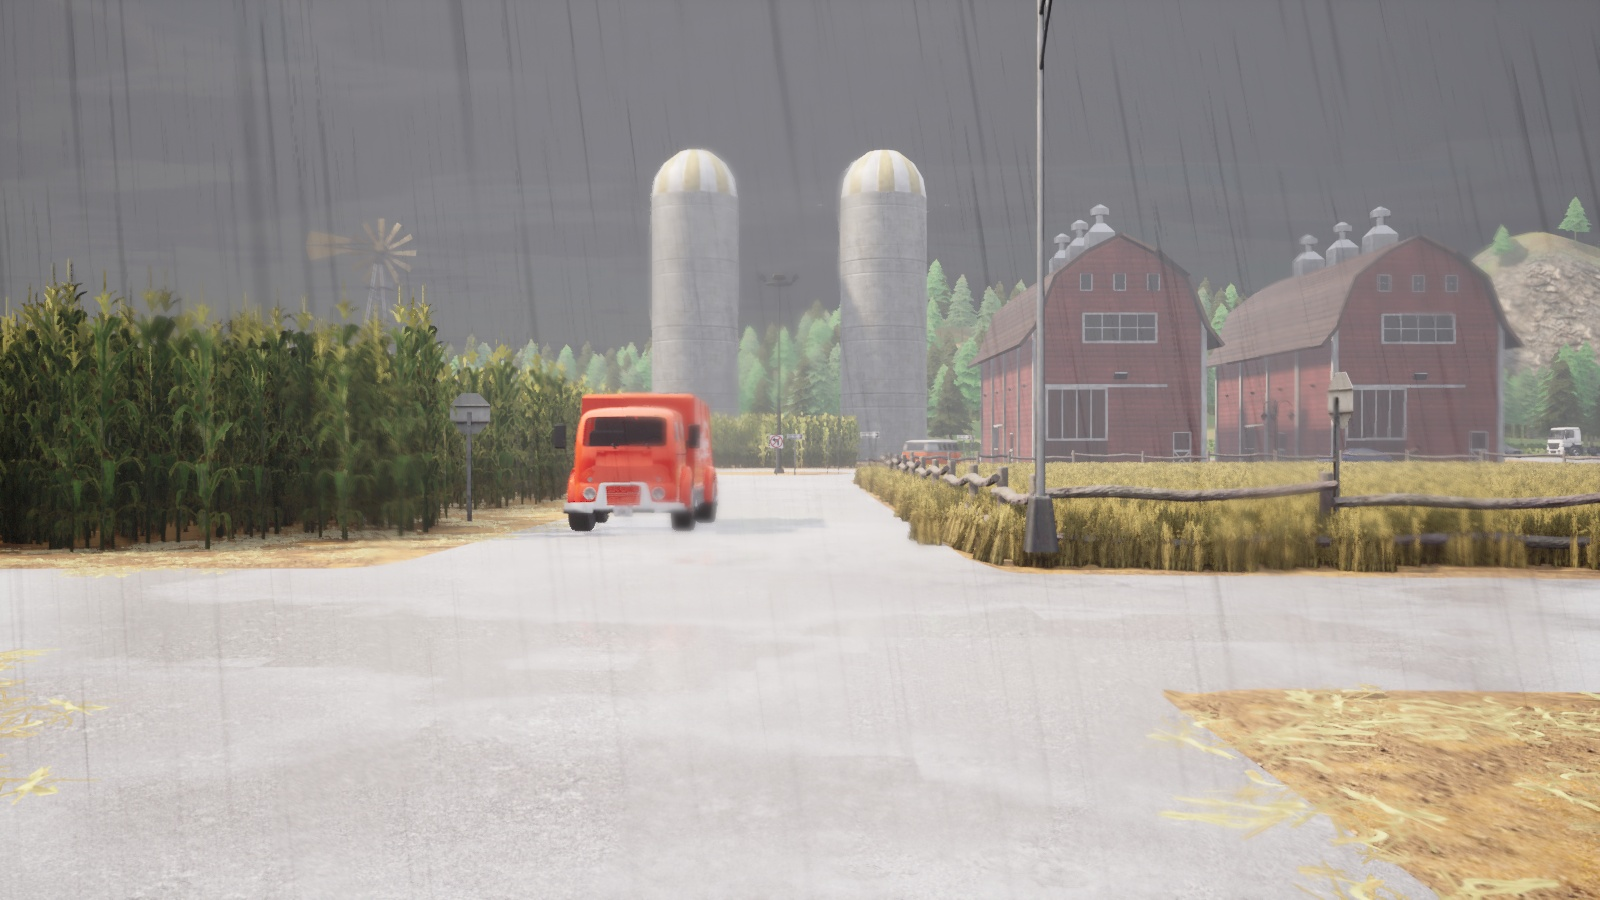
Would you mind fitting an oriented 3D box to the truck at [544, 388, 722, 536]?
[{"bbox_3d":[-2.946,0.198,23.558,2.627,2.467,5.204,0,0,0],"label":"truck"}]

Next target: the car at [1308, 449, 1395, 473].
[{"bbox_3d":[34.462,0.677,78.518,4.674,1.442,1.812,0,0,1],"label":"car"}]

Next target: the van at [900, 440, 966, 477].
[{"bbox_3d":[7.465,0.423,70.065,1.775,1.987,4.442,0,0,35],"label":"van"}]
